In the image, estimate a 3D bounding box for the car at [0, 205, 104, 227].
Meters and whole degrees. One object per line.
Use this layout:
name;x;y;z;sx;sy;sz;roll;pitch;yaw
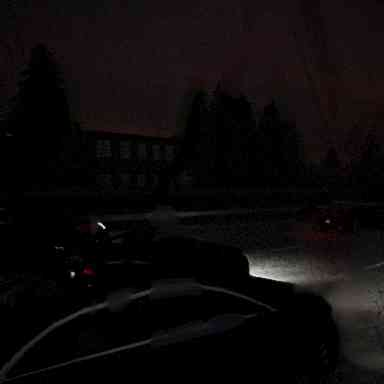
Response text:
car;-5.555;1.338;12.681;4.553;1.767;2.097;0;0;-36

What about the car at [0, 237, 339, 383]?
car;-0.437;1.483;3.434;4.902;1.511;2.128;0;0;-36

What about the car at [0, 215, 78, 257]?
car;-5.588;1.525;8.359;4.674;1.442;1.812;0;0;-36

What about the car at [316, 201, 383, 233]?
car;9.135;1.380;18.861;5.008;1.535;1.882;0;0;-35

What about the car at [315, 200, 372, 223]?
car;11.308;1.401;24.726;4.674;1.442;1.812;0;0;-36

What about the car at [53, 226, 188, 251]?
car;-0.667;1.544;7.569;4.181;1.385;1.994;0;0;-36
